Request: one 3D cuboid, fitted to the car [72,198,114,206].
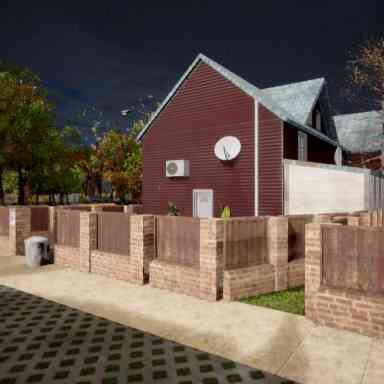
[{"bbox_3d":[-9.685,1.433,32.241,2.097,1.767,4.553,0,0,35],"label":"car"}]
